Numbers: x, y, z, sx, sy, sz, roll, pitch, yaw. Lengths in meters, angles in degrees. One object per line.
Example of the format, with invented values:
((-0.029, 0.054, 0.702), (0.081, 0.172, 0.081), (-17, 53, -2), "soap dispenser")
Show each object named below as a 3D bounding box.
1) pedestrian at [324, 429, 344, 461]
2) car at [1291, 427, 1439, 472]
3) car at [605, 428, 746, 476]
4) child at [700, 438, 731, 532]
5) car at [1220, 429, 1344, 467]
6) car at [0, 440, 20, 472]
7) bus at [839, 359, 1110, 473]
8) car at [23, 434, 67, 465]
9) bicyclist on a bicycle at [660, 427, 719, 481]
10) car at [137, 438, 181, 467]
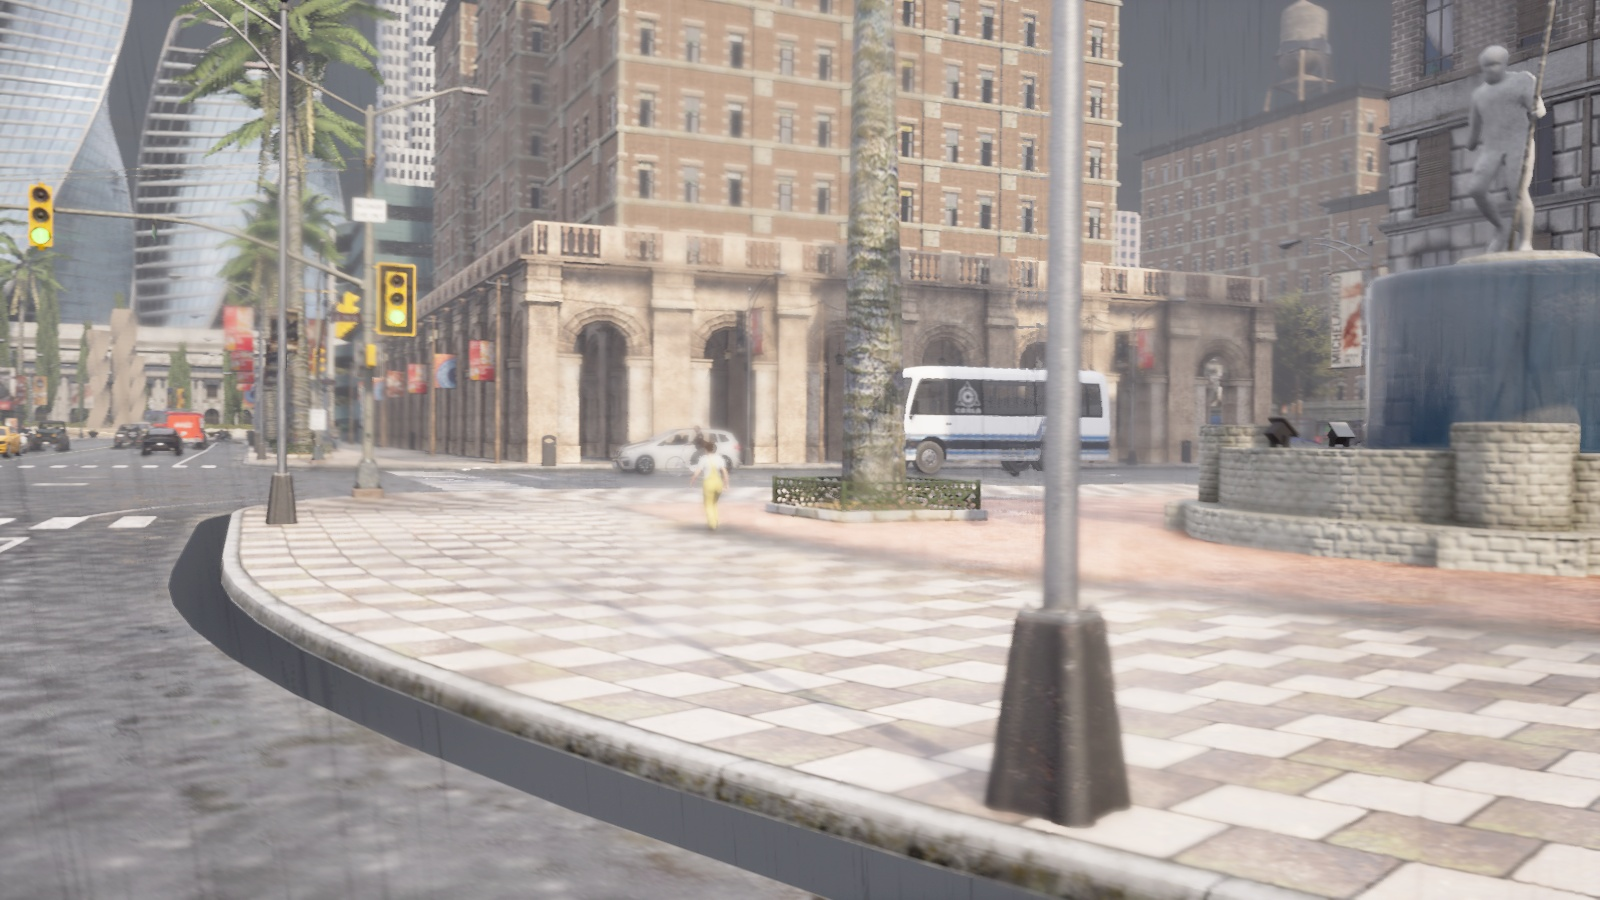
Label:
((-27.224, -0.300, 73.385), (0.874, 1.855, 0.900), (-1, 1, -35), "pedestrian")
((20.311, -0.040, 45.139), (4.902, 1.511, 2.128), (-1, 1, -24), "car")
((-4.536, 0.047, 45.587), (4.611, 1.667, 2.242), (-1, 1, -24), "car")
((-1.155, 0.465, 17.142), (0.270, 1.263, 0.437), (-1, 1, -25), "child")
((20.283, -0.114, 52.803), (5.008, 1.535, 1.882), (-1, 1, -24), "car")
((-39.372, 0.276, 60.960), (1.882, 1.535, 5.008), (-1, 1, -24), "car")
((7.068, -1.333, 50.729), (10.273, 4.253, 3.944), (-1, 1, -24), "bus")
((-46.886, -0.057, 78.054), (1.905, 1.878, 3.866), (-1, 1, -24), "car")
((-3.693, 0.109, 42.135), (1.843, 1.776, 0.659), (-1, 1, -24), "bicyclist on a bicycle")
((-35.795, 0.131, 70.203), (1.882, 1.535, 5.008), (-1, 1, -24), "car")
